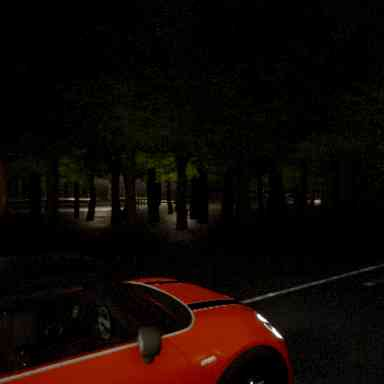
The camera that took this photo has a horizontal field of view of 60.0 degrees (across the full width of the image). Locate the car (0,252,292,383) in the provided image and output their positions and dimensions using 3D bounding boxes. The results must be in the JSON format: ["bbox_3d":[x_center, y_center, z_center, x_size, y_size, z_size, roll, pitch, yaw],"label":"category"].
[{"bbox_3d":[-1.219,1.352,2.876,4.553,1.767,2.097,0,0,-36],"label":"car"}]
